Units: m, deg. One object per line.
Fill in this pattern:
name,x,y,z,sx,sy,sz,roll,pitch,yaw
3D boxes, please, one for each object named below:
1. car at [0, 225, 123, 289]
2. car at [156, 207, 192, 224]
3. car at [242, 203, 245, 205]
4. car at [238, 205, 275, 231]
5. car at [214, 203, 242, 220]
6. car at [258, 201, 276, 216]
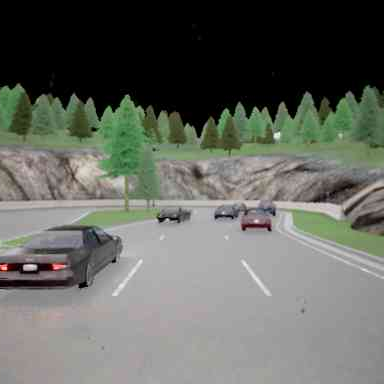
car,-3.394,1.663,9.517,2.033,1.411,5.357,0,-1,0
car,-1.404,1.943,28.547,1.895,1.301,4.718,0,-1,14
car,6.059,2.062,43.009,2.033,1.411,5.357,0,-1,11
car,4.447,1.840,23.025,1.994,1.385,4.181,0,-1,10
car,3.501,1.961,33.147,1.994,1.385,4.181,0,-1,16
car,8.747,1.817,38.912,2.097,1.767,4.553,0,-1,16
